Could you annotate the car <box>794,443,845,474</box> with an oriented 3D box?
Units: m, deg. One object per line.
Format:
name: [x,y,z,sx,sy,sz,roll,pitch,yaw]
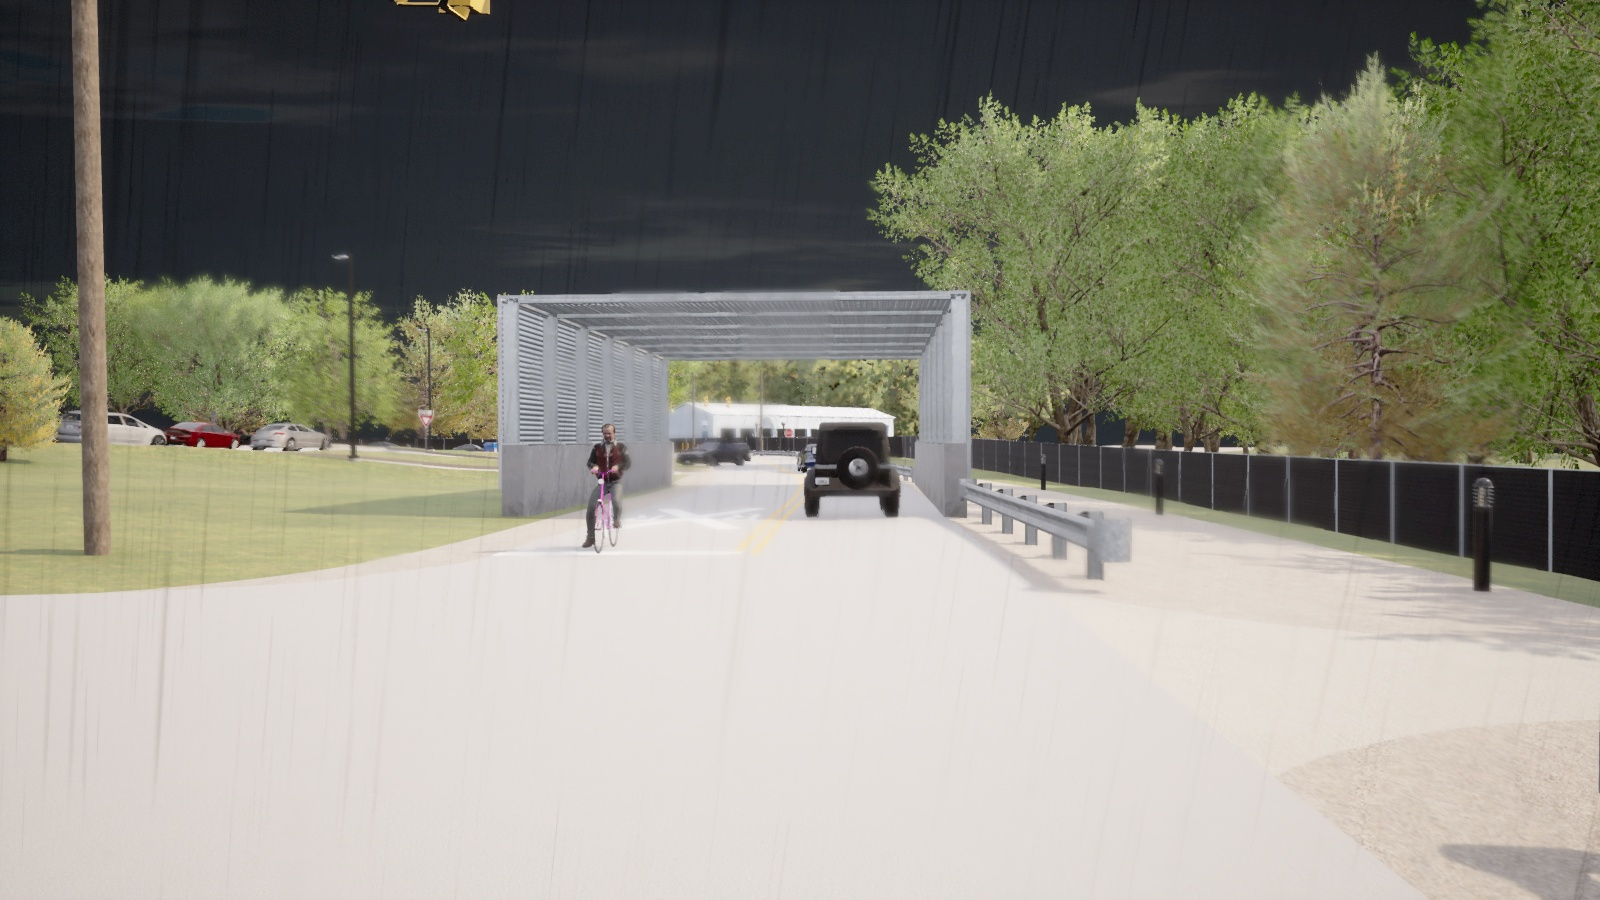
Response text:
car: [0.861,0.361,60.063,2.033,1.411,5.357,0,0,-4]

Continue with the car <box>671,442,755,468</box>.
car: [-4.808,0.244,70.197,2.033,1.411,5.357,0,0,31]

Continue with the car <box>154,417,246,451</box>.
car: [-32.634,-0.845,68.453,1.882,1.535,5.008,7,1,9]

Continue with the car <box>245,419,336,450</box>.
car: [-27.908,-0.839,68.986,2.152,1.651,5.027,0,1,12]

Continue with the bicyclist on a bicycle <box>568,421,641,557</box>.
bicyclist on a bicycle: [-2.668,0.512,17.283,0.659,1.776,1.843,0,0,2]

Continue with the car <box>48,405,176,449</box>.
car: [-30.980,-1.004,56.668,2.242,1.667,4.611,4,0,21]

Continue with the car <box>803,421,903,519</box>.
car: [1.059,0.373,25.902,1.905,1.878,3.866,0,0,1]
